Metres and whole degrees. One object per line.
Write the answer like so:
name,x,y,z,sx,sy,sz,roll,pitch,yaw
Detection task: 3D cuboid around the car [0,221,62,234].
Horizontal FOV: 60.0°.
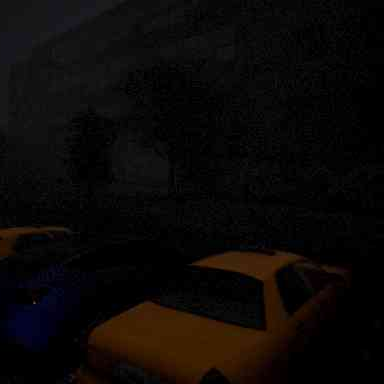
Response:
car,-3.538,1.466,8.031,1.946,1.575,5.366,0,0,35

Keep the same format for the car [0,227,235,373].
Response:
car,-1.355,1.503,6.282,2.163,1.488,4.792,0,0,36
